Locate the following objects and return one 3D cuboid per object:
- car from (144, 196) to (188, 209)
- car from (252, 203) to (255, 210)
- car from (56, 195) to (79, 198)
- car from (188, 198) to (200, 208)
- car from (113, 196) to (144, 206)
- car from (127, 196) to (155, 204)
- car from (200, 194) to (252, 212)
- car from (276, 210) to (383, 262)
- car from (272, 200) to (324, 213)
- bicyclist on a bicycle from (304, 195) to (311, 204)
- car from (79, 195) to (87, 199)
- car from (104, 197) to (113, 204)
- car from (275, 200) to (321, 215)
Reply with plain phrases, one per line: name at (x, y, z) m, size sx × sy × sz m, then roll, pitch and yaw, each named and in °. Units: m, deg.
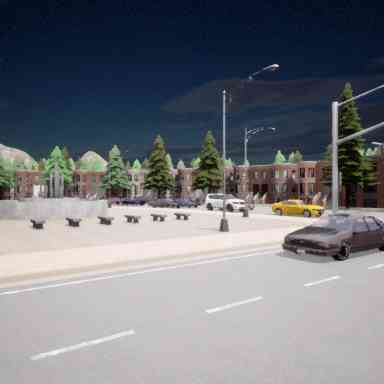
car at (-3.665, 1.547, 45.873) m, size 5.357 × 1.411 × 2.033 m, roll 0°, pitch 0°, yaw 36°
car at (5.689, 1.526, 41.745) m, size 1.812 × 1.442 × 4.674 m, roll 0°, pitch 0°, yaw -41°
car at (-23.812, 1.505, 60.701) m, size 4.892 × 1.490 × 1.837 m, roll 0°, pitch 0°, yaw 5°
car at (-1.248, 1.547, 48.412) m, size 5.357 × 1.411 × 2.033 m, roll 0°, pitch 0°, yaw 37°
car at (-9.820, 1.601, 53.491) m, size 4.718 × 1.301 × 1.895 m, roll 0°, pitch 0°, yaw 24°
car at (-9.344, 1.501, 60.948) m, size 4.892 × 1.490 × 1.837 m, roll -1°, pitch -1°, yaw 22°
car at (3.831, 1.221, 38.651) m, size 2.150 × 2.045 × 5.566 m, roll 0°, pitch 0°, yaw -39°
car at (5.722, 1.547, 12.405) m, size 5.357 × 1.411 × 2.033 m, roll 0°, pitch 0°, yaw -36°
car at (9.758, 1.478, 30.785) m, size 1.882 × 1.535 × 5.008 m, roll 0°, pitch 0°, yaw -37°
bicyclist on a bicycle at (16.182, 1.303, 46.625) m, size 1.656 × 1.620 × 0.582 m, roll 0°, pitch 0°, yaw -37°
car at (-22.551, 1.352, 63.996) m, size 4.553 × 1.767 × 2.097 m, roll 0°, pitch 0°, yaw 7°
car at (-14.075, 1.564, 58.835) m, size 4.181 × 1.385 × 1.994 m, roll 0°, pitch 0°, yaw 18°
car at (11.075, 1.564, 34.859) m, size 1.994 × 1.385 × 4.181 m, roll 0°, pitch 0°, yaw -37°
